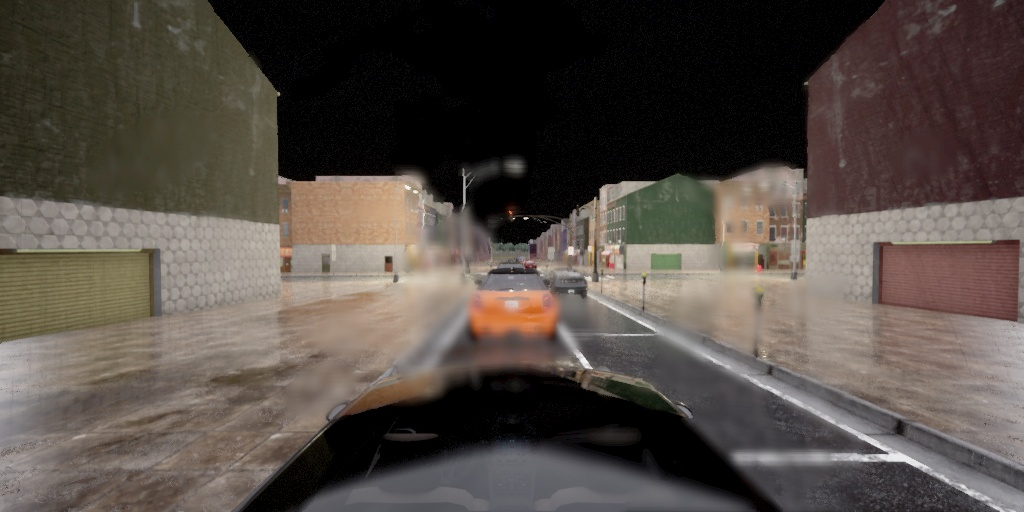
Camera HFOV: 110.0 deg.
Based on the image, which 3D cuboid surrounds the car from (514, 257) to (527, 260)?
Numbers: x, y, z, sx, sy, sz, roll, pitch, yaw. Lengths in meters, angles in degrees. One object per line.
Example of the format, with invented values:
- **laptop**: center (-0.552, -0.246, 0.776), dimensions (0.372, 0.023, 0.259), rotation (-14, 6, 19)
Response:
- **car**: center (-0.051, 1.094, 19.890), dimensions (2.097, 1.767, 4.553), rotation (0, 0, 0)

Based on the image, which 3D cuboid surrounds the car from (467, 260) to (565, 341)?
- **car**: center (0.042, 1.098, 9.999), dimensions (2.097, 1.767, 4.553), rotation (0, 0, 0)

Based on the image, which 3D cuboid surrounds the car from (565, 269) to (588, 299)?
- **car**: center (2.593, 1.293, 17.570), dimensions (2.007, 1.370, 4.403), rotation (0, 0, 0)
